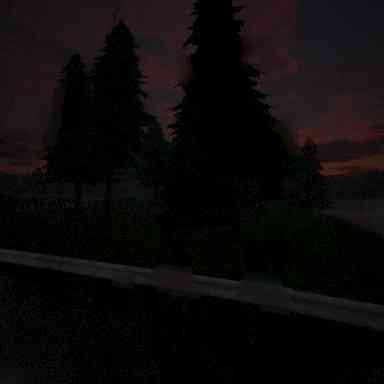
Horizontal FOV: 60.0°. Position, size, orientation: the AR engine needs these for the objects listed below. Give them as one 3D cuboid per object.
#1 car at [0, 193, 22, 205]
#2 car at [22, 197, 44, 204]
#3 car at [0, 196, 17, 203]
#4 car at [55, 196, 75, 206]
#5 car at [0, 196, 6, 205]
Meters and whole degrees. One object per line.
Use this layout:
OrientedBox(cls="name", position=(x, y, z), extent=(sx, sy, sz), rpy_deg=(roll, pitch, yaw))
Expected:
OrientedBox(cls="car", position=(-31.695, 1.212, 55.394), extent=(2.150, 2.045, 5.566), rpy_deg=(0, 0, 15))
OrientedBox(cls="car", position=(-27.574, 1.554, 57.598), extent=(1.994, 1.385, 4.181), rpy_deg=(0, 0, 13))
OrientedBox(cls="car", position=(-39.858, 1.526, 70.933), extent=(2.033, 1.411, 5.357), rpy_deg=(0, 0, 5))
OrientedBox(cls="car", position=(-20.845, 1.497, 55.643), extent=(1.837, 1.490, 4.892), rpy_deg=(0, 0, 13))
OrientedBox(cls="car", position=(-27.526, 1.555, 44.037), extent=(1.994, 1.385, 4.181), rpy_deg=(0, 0, 15))
